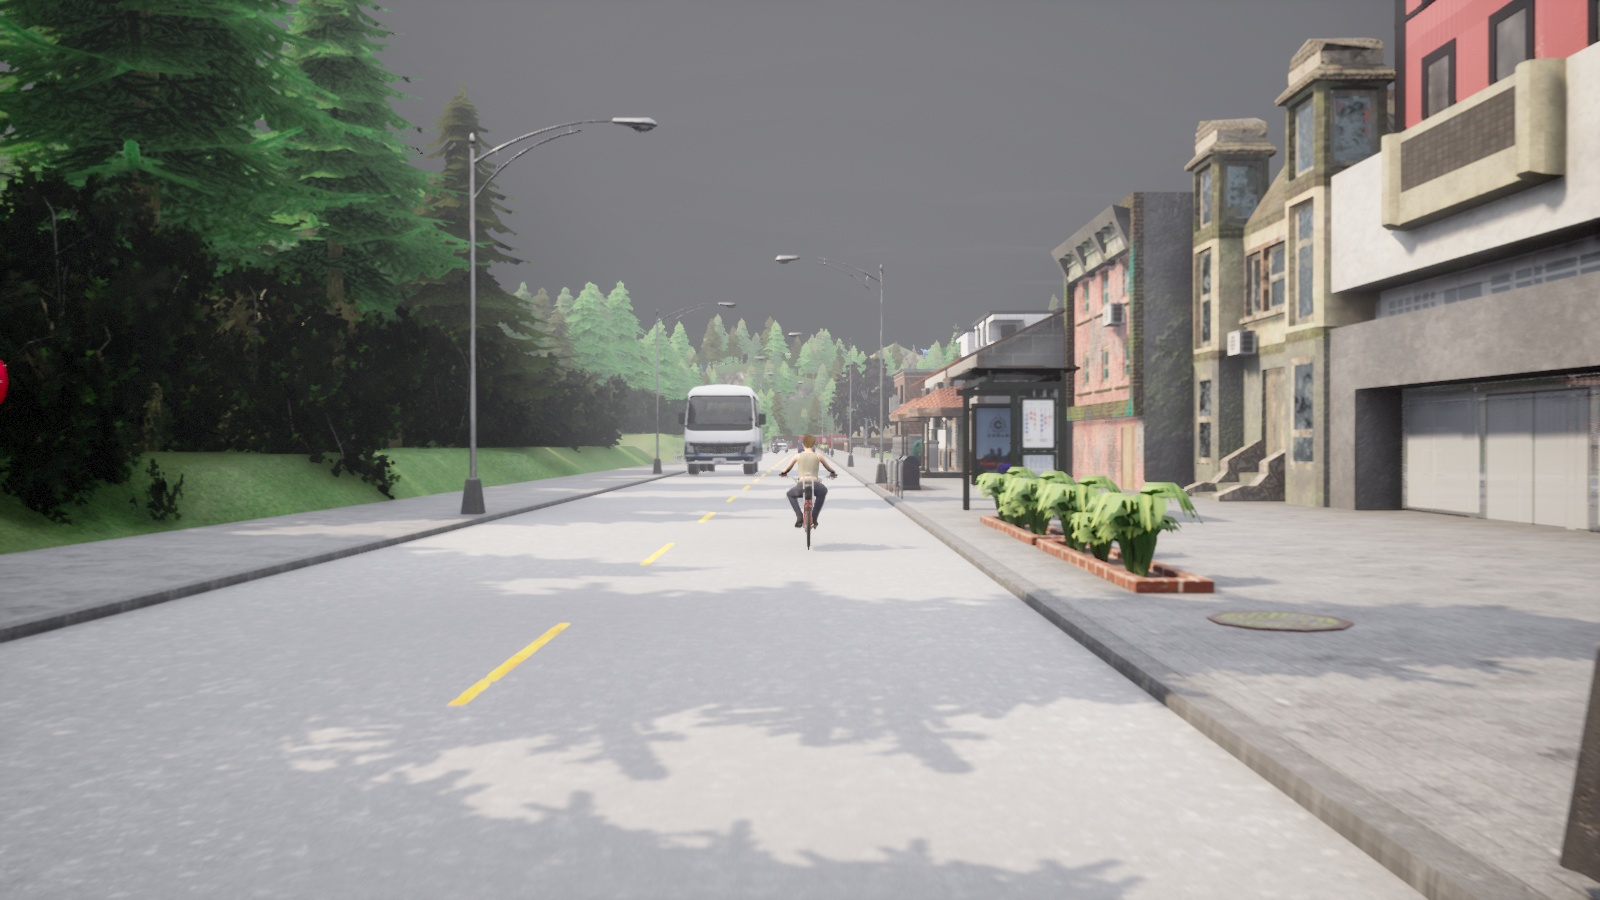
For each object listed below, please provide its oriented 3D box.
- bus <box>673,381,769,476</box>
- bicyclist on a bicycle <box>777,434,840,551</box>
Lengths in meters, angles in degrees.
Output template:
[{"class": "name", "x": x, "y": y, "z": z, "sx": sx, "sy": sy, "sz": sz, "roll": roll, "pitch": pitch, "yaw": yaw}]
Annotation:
[{"class": "bus", "x": -3.647, "y": -0.978, "z": 61.154, "sx": 3.944, "sy": 4.253, "sz": 10.273, "roll": 0, "pitch": 0, "yaw": 0}, {"class": "bicyclist on a bicycle", "x": 0.120, "y": 0.581, "z": 18.086, "sx": 0.866, "sy": 1.612, "sz": 1.509, "roll": 0, "pitch": 0, "yaw": 0}]
